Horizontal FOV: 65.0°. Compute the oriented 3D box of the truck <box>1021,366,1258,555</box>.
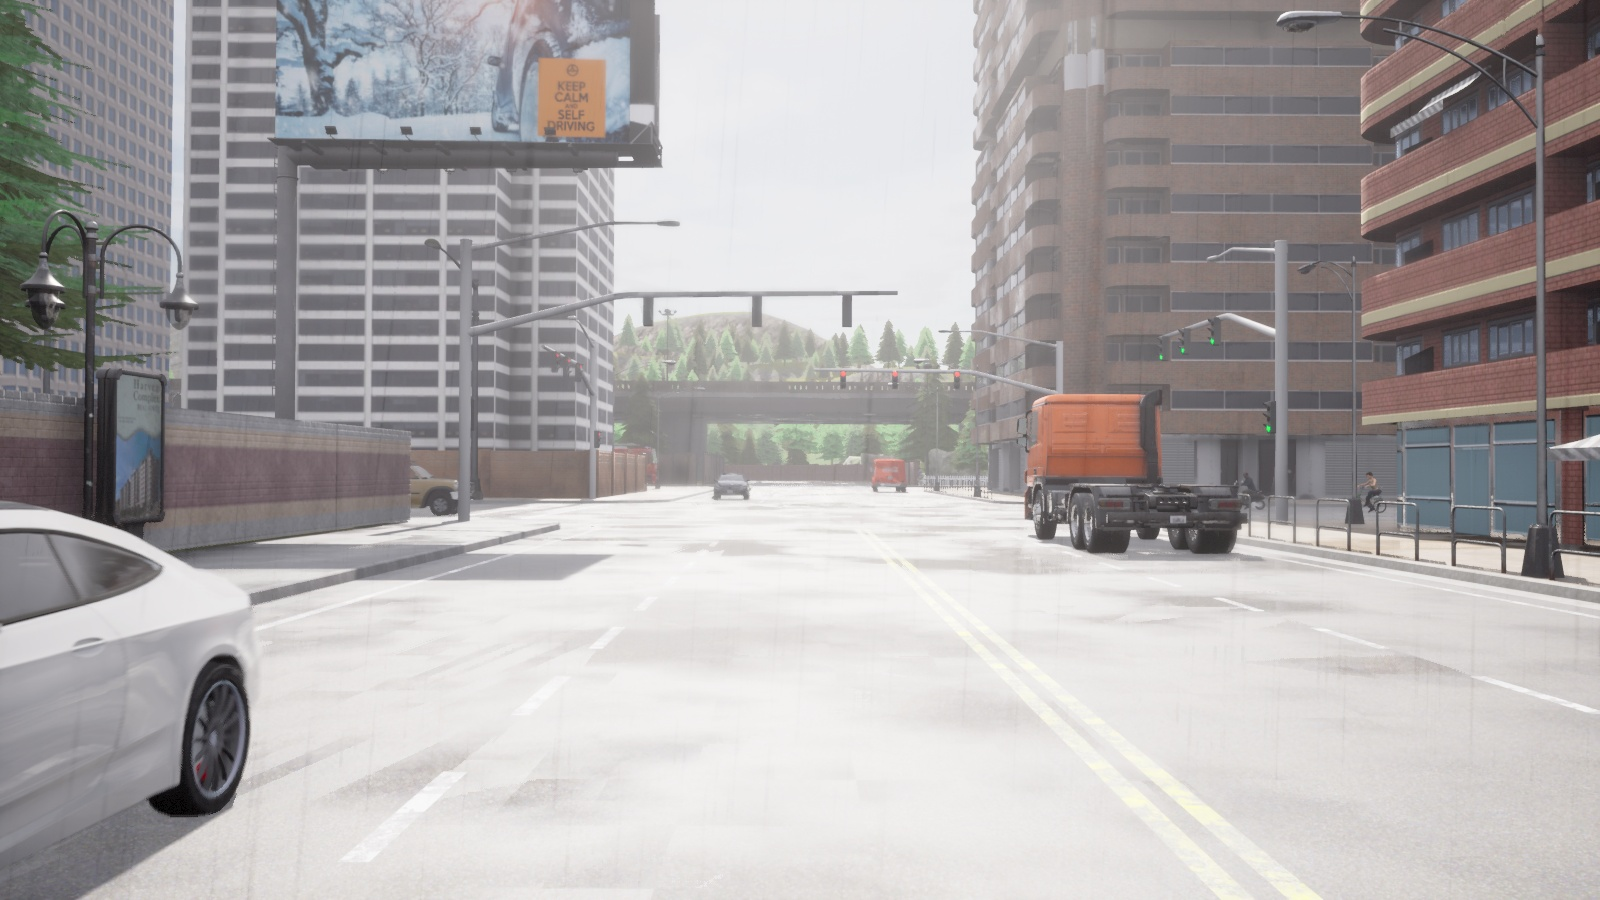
[{"bbox_3d":[6.922,0.257,26.978,2.891,3.462,7.936,0,-1,0],"label":"truck"}]

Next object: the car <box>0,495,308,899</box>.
[{"bbox_3d":[-3.512,0.927,4.323,1.812,1.442,4.674,0,-1,0],"label":"car"}]

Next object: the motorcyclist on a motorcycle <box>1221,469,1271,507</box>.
[{"bbox_3d":[18.776,1.579,52.893,1.817,1.590,0.866,0,-1,0],"label":"motorcyclist on a motorcycle"}]

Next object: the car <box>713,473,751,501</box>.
[{"bbox_3d":[-3.687,2.004,68.622,1.812,1.442,4.674,0,-1,0],"label":"car"}]

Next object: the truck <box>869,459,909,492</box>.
[{"bbox_3d":[6.737,1.917,95.929,2.627,2.467,5.204,0,0,0],"label":"truck"}]

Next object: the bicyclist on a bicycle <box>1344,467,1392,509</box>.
[{"bbox_3d":[22.329,1.489,49.379,1.509,1.612,0.866,0,-1,1],"label":"bicyclist on a bicycle"}]

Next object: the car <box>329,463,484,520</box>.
[{"bbox_3d":[-13.245,1.395,42.471,4.605,1.855,1.932,0,-1,1],"label":"car"}]
